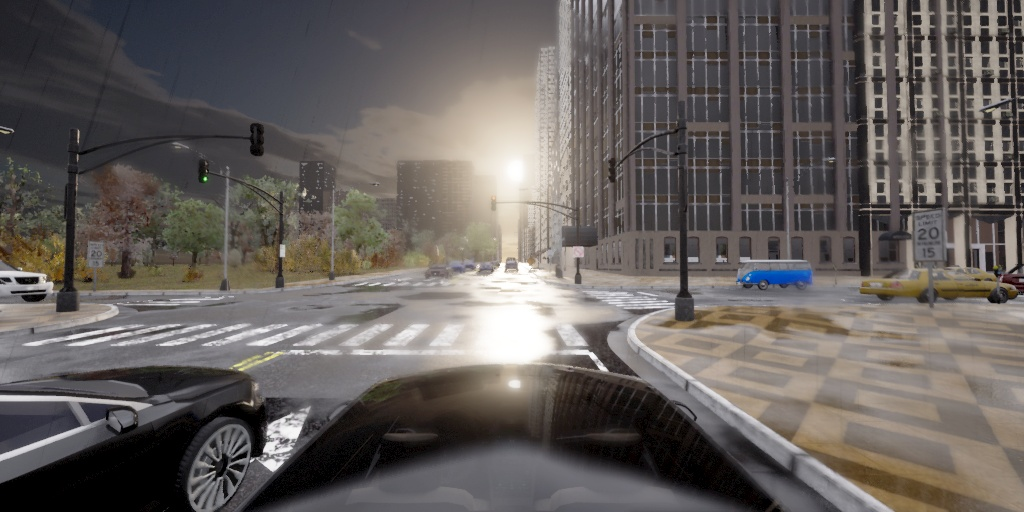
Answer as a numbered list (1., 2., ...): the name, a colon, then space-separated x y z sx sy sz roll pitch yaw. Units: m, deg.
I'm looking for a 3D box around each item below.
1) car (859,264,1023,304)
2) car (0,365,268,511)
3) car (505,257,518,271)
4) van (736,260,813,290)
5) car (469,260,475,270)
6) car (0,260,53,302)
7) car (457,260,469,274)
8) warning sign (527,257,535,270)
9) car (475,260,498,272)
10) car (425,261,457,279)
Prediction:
1. car: 16.292 1.075 13.761 4.829 1.417 1.751 0 0 -1
2. car: -3.143 1.241 1.308 2.128 1.511 4.902 0 0 0
3. car: -0.049 1.377 53.451 1.882 1.535 5.008 0 0 0
4. van: 15.888 1.122 21.778 3.998 1.789 1.690 0 0 -1
5. car: -6.742 1.391 56.048 1.882 1.535 5.008 0 -1 0
6. car: -23.575 1.057 15.455 5.566 2.045 2.150 0 -2 -1
7. car: -6.716 1.329 43.386 1.882 1.535 5.008 0 0 0
8. warning sign: 2.710 1.000 50.679 1.300 1.860 1.060 0 0 0
9. car: -3.281 1.418 47.699 2.033 1.411 5.357 0 0 0
10. car: -6.685 1.379 33.256 1.994 1.385 4.181 0 0 0
